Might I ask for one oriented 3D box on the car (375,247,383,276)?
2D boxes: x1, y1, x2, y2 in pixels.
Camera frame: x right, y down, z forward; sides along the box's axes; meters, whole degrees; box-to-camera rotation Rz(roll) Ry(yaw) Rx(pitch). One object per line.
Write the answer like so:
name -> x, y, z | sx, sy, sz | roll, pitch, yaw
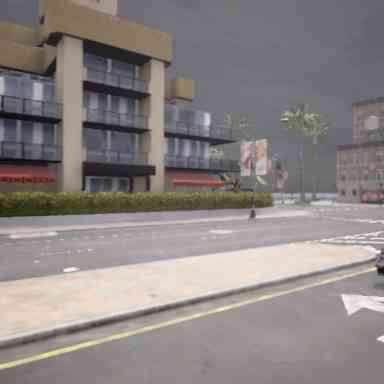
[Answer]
car -> 6.947, 1.589, 8.793 | 5.357, 1.411, 2.033 | 0, 0, -35
